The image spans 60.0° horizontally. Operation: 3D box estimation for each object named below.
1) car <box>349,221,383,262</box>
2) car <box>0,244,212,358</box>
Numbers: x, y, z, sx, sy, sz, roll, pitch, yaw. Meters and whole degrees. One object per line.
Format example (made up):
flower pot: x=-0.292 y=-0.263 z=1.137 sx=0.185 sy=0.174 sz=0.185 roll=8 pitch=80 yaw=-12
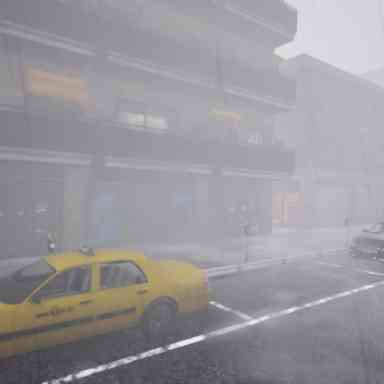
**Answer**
car: x=7.293 y=1.688 z=11.742 sx=4.403 sy=1.369 sz=2.008 roll=1 pitch=0 yaw=-35
car: x=-1.915 y=1.540 z=5.179 sx=4.829 sy=1.417 sz=1.752 roll=1 pitch=0 yaw=-35
